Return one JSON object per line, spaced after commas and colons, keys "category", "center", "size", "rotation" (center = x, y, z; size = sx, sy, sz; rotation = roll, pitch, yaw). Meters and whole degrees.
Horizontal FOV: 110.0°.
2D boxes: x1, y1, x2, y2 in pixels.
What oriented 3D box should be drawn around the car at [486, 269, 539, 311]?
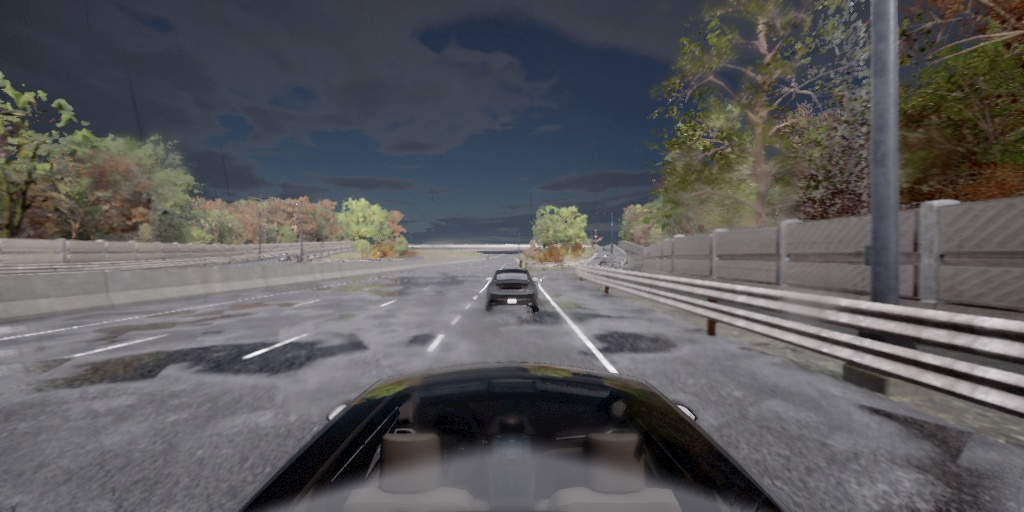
{"category": "car", "center": [0.012, 1.261, 14.442], "size": [1.837, 1.490, 4.892], "rotation": [0, 0, 0]}
